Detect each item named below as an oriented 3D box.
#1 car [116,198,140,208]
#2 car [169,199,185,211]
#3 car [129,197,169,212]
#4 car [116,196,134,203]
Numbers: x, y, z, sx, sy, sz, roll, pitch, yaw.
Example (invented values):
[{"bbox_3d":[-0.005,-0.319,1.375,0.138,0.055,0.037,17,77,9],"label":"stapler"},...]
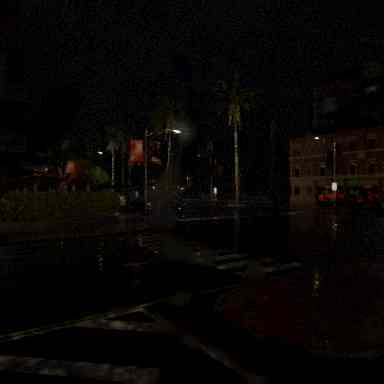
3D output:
[{"bbox_3d":[-9.788,1.600,50.780,1.895,1.301,4.718,0,0,-35],"label":"car"},{"bbox_3d":[-2.968,1.547,41.102,2.033,1.411,5.357,0,0,-35],"label":"car"},{"bbox_3d":[-5.005,1.352,37.913,2.097,1.767,4.553,0,0,-35],"label":"car"},{"bbox_3d":[-13.895,1.522,68.658,1.812,1.442,4.674,0,0,-39],"label":"car"}]
